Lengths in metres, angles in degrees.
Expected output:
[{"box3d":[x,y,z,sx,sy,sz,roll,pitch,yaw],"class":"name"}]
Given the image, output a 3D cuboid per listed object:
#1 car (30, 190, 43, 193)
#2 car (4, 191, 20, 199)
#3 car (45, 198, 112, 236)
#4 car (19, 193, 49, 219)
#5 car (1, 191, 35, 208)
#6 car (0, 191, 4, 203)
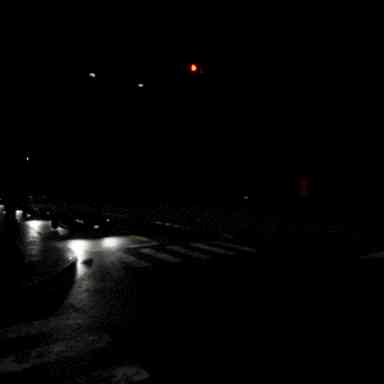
[{"box3d":[-19.718,0.578,41.683,2.097,1.767,4.553,0,1,-36],"class":"car"},{"box3d":[-31.266,0.501,57.688,1.895,1.301,4.718,0,1,-36],"class":"car"},{"box3d":[-5.691,1.243,16.763,1.812,1.442,4.674,0,1,-37],"class":"car"},{"box3d":[-10.933,1.075,24.033,1.812,1.442,4.674,0,1,-36],"class":"car"},{"box3d":[-16.725,0.935,32.059,1.994,1.385,4.181,0,1,-36],"class":"car"},{"box3d":[-22.728,0.696,40.527,1.837,1.490,4.892,1,1,-33],"class":"car"}]
